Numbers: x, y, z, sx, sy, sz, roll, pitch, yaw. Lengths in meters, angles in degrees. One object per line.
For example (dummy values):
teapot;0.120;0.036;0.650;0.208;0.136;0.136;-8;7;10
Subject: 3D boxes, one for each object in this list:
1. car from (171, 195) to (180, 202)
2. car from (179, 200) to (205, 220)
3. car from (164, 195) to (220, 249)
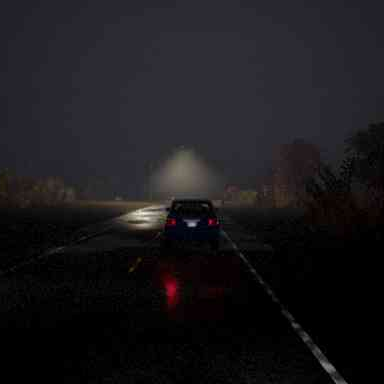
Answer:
car;-3.760;1.532;75.946;1.812;1.442;4.674;0;0;-3
car;0.000;1.505;29.651;2.128;1.511;4.902;0;0;0
car;0.000;1.260;14.681;2.150;2.045;5.566;0;0;0
